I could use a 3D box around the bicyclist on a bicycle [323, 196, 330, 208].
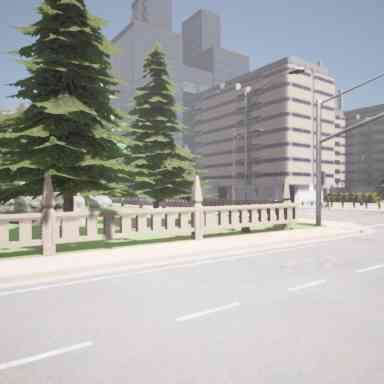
[{"bbox_3d":[17.409,1.291,43.008,1.656,1.620,0.582,0,0,-35],"label":"bicyclist on a bicycle"}]

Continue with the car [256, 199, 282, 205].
[{"bbox_3d":[8.920,1.518,36.029,1.812,1.442,4.674,0,0,-36],"label":"car"}]

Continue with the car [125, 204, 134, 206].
[{"bbox_3d":[-9.987,1.501,56.641,1.837,1.490,4.892,0,-1,-35],"label":"car"}]
